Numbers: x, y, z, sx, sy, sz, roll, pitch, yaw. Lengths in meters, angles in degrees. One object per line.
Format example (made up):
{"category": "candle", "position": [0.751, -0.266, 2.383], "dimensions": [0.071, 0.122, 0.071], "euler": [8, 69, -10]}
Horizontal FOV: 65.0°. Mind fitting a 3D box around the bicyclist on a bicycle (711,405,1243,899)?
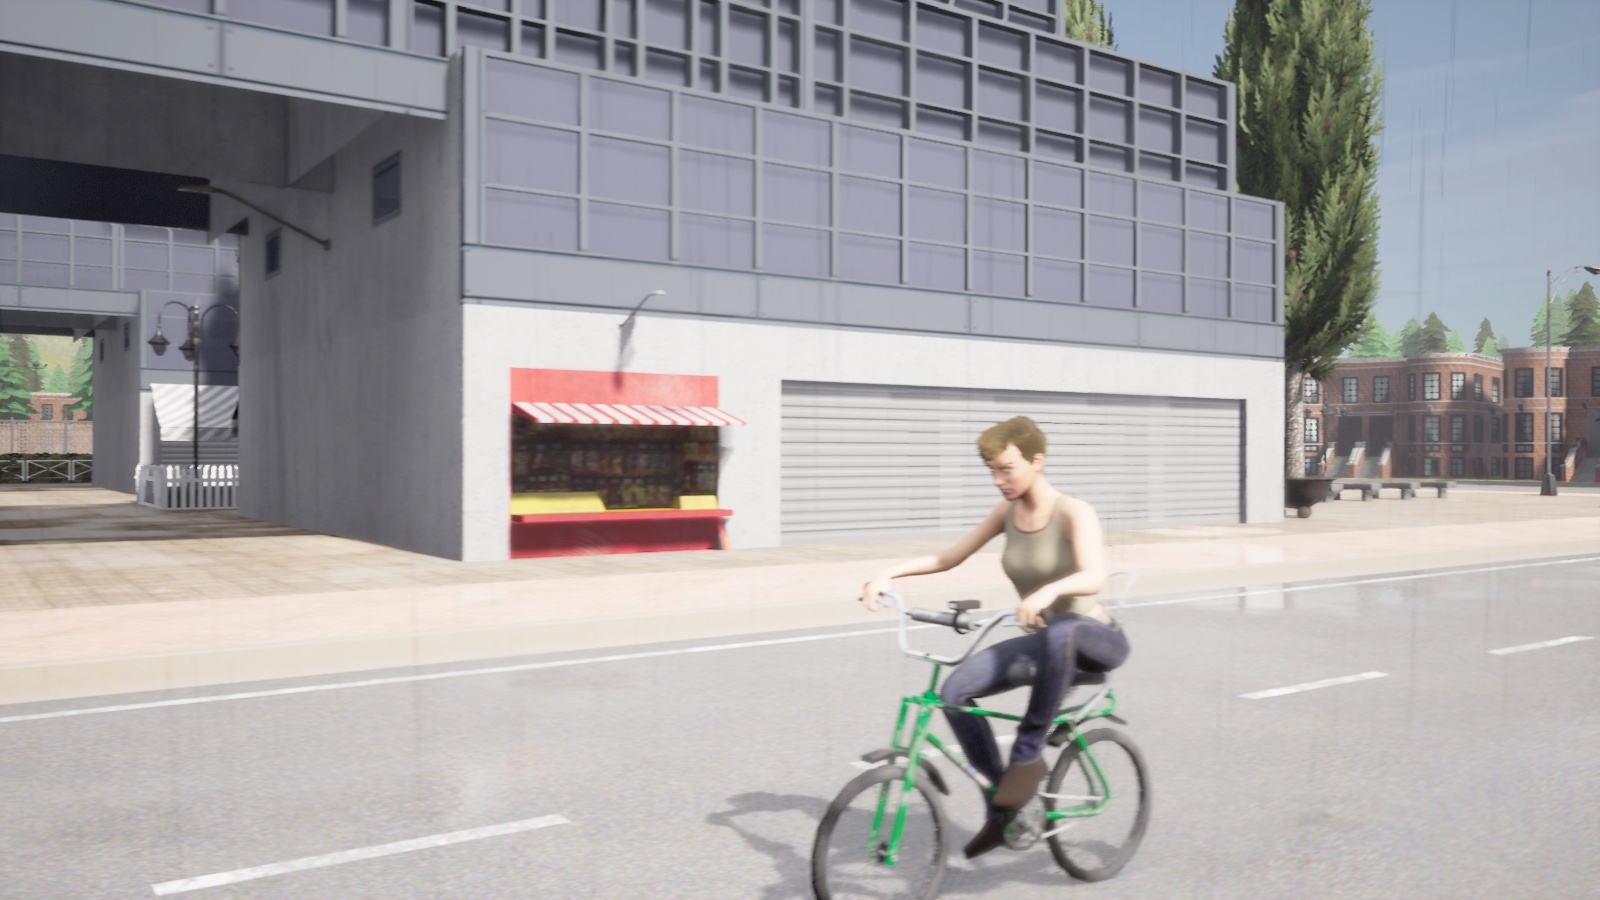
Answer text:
{"category": "bicyclist on a bicycle", "position": [0.587, 0.690, 4.061], "dimensions": [1.509, 1.612, 0.866], "euler": [0, 0, -35]}
